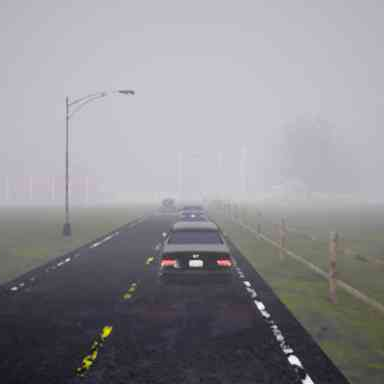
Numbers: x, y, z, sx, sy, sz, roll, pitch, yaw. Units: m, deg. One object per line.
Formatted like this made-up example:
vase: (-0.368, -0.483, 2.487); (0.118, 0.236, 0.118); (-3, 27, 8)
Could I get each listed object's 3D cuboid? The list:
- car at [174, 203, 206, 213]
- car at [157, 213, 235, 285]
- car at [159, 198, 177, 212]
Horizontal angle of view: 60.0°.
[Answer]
car: (0.040, 1.613, 24.020); (2.033, 1.411, 5.357); (0, 0, 0)
car: (0.076, 1.569, 9.575); (2.033, 1.411, 5.357); (0, 0, 0)
car: (-2.852, 1.531, 41.096); (2.097, 1.767, 4.553); (0, 0, 0)
